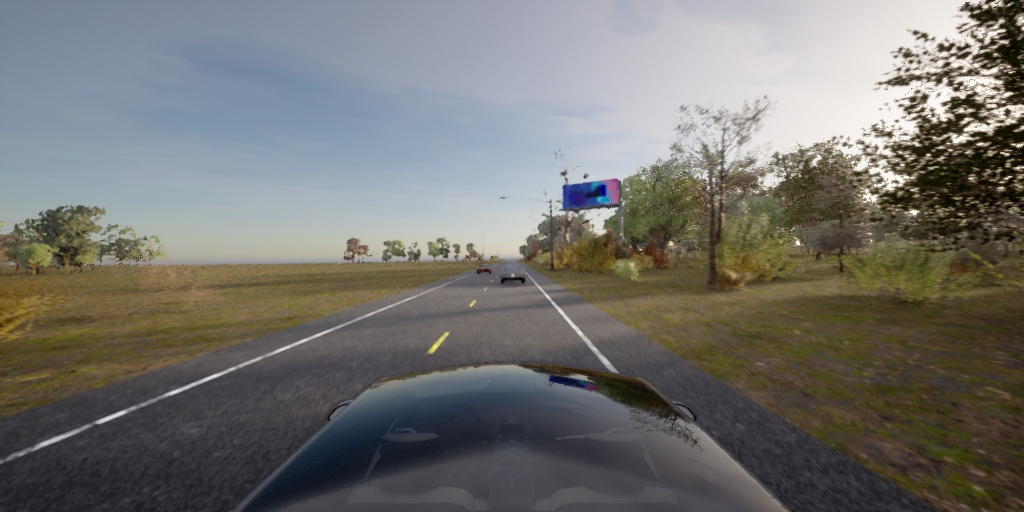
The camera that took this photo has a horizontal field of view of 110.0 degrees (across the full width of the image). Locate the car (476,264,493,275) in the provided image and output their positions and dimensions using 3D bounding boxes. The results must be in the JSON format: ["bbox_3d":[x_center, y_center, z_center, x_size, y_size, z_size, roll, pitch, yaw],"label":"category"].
[{"bbox_3d":[-3.402,1.673,44.941,1.895,1.301,4.718,-1,0,0],"label":"car"}]

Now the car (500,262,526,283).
[{"bbox_3d":[0.078,1.440,29.407,1.994,1.385,4.181,-1,0,0],"label":"car"}]
